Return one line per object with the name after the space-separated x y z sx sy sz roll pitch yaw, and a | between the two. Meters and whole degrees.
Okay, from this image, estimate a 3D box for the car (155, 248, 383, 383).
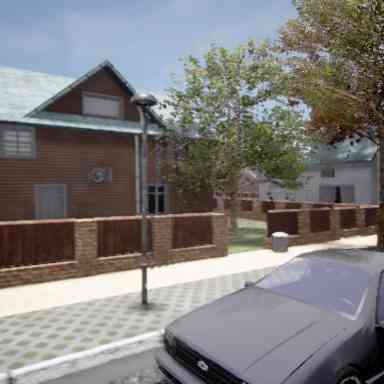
2.204 1.563 4.642 5.357 1.411 2.033 0 0 -36 | car
